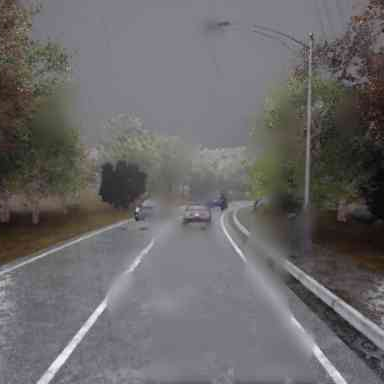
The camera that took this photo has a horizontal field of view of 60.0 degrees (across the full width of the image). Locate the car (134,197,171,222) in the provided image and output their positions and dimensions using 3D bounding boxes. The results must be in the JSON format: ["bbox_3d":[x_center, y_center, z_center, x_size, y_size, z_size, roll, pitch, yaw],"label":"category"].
[{"bbox_3d":[-2.947,1.294,25.638,2.097,1.767,4.553,0,0,5],"label":"car"}]

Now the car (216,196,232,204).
[{"bbox_3d":[6.259,1.487,64.856,1.994,1.385,4.181,2,1,22],"label":"car"}]

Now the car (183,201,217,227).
[{"bbox_3d":[0.418,1.468,21.997,2.033,1.411,5.357,0,-2,3],"label":"car"}]

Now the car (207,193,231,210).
[{"bbox_3d":[3.319,1.195,42.840,2.150,2.045,5.566,1,0,12],"label":"car"}]
